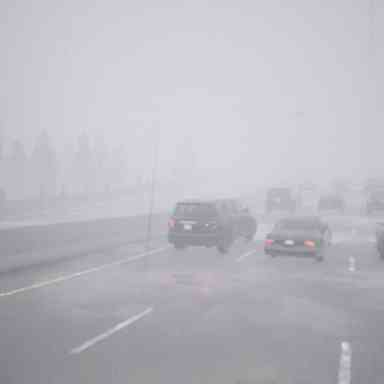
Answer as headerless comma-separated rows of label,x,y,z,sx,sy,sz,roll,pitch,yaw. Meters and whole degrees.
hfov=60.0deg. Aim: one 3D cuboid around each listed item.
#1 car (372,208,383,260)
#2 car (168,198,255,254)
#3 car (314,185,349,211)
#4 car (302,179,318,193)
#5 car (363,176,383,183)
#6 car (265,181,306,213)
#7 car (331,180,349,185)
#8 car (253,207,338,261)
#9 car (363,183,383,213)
car,7.744,1.552,11.973,1.994,1.385,4.181,0,1,27
car,1.047,1.266,14.257,2.150,2.045,5.566,0,1,27
car,11.544,0.594,27.398,1.882,1.535,5.008,0,5,27
car,14.203,-0.802,40.582,2.128,1.511,4.902,0,7,27
car,20.468,-0.982,37.458,2.097,1.767,4.553,0,6,27
car,7.629,0.505,27.446,2.150,2.045,5.566,0,5,27
car,17.272,-0.749,38.895,2.033,1.411,5.357,0,7,27
car,4.167,1.572,12.667,2.033,1.411,5.357,0,1,27
car,14.335,0.515,25.172,2.097,1.767,4.553,0,5,27
